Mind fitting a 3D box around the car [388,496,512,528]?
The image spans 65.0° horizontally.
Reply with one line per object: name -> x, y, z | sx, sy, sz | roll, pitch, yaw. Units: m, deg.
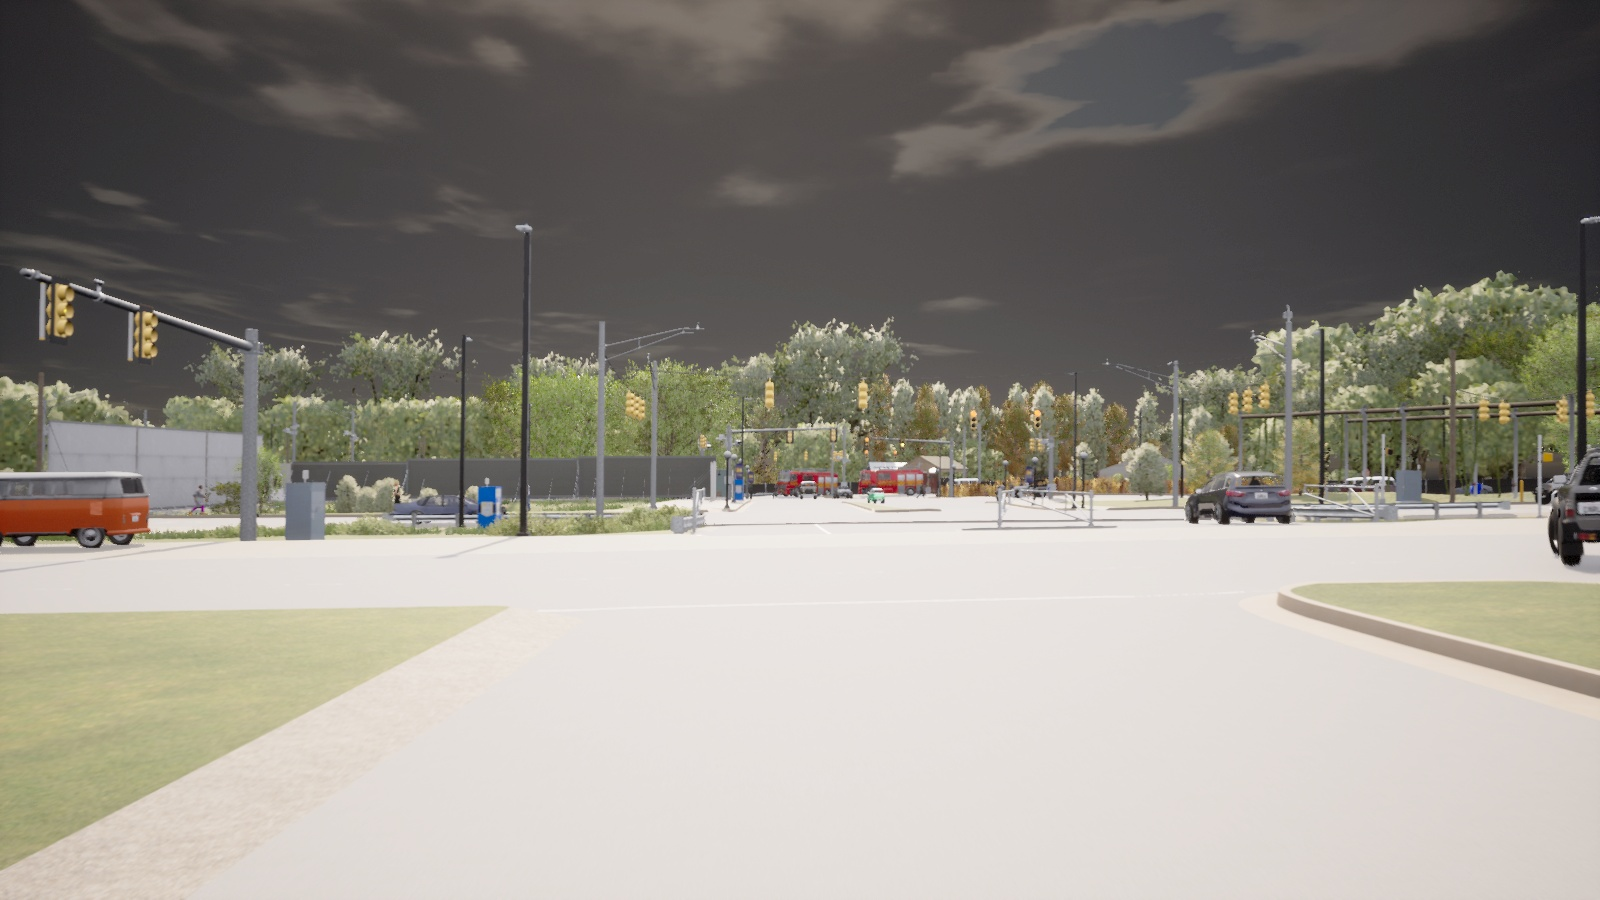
car -> -16.801, 2.976, 60.470 | 5.357, 1.411, 2.033 | -1, -1, -1

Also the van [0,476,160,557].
van -> -19.446, 1.724, 32.872 | 4.442, 1.987, 1.775 | -1, -1, -1

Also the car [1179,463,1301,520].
car -> 14.158, 1.386, 40.727 | 2.242, 1.667, 4.611 | -1, -3, -1

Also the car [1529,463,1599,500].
car -> 42.356, 1.707, 68.611 | 3.866, 1.878, 1.905 | -2, -1, -2

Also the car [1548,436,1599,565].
car -> 13.020, 0.732, 19.781 | 1.932, 1.855, 4.605 | -3, -2, 29

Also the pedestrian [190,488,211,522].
pedestrian -> -35.005, 3.193, 73.294 | 0.873, 1.952, 0.659 | 0, -1, -1
